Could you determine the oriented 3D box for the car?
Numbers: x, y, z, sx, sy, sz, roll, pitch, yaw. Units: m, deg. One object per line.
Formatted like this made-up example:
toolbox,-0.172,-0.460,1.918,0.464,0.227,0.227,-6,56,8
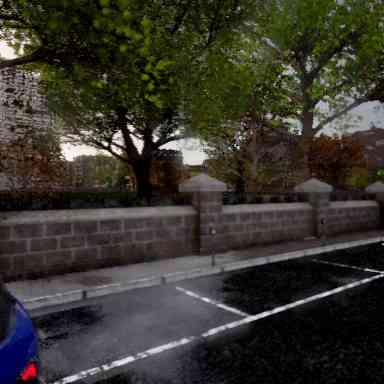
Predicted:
car,-3.353,1.237,0.861,5.566,2.045,2.150,0,0,-37
